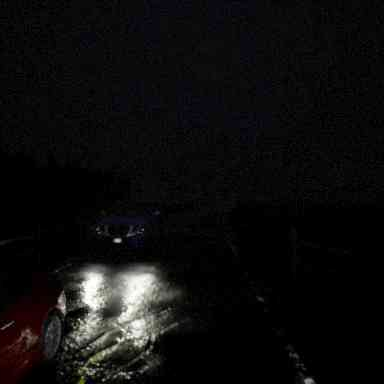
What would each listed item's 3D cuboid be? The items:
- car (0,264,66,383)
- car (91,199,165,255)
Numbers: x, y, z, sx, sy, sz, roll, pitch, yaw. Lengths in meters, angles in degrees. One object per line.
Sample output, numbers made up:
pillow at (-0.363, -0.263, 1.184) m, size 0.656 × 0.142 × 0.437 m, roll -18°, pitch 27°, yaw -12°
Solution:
car at (-2.775, 1.548, 3.180) m, size 1.812 × 1.442 × 4.674 m, roll 0°, pitch -1°, yaw 1°
car at (-2.451, 1.324, 14.162) m, size 2.150 × 2.045 × 5.566 m, roll 0°, pitch 0°, yaw 2°
